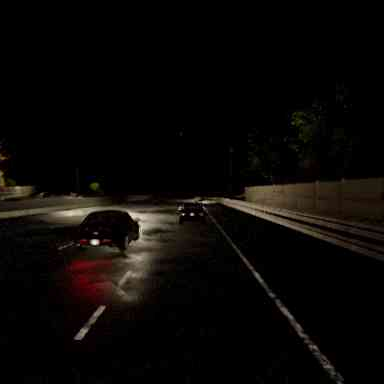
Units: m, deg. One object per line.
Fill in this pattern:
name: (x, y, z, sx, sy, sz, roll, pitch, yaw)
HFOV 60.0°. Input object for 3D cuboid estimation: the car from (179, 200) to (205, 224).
car: (0.002, 1.569, 25.082, 2.033, 1.411, 5.357, 0, 0, 0)

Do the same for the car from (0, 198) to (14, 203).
car: (-21.070, 1.640, 34.595, 1.895, 1.301, 4.718, 0, 0, 0)

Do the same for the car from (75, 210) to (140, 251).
car: (-3.399, 1.512, 14.063, 1.837, 1.490, 4.892, 0, 0, 0)

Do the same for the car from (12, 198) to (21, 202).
car: (-24.561, 1.590, 44.957, 1.812, 1.442, 4.674, 0, 0, 0)

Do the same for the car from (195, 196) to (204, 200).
car: (1.778, 1.755, 79.668, 1.812, 1.442, 4.674, 0, -1, 11)
